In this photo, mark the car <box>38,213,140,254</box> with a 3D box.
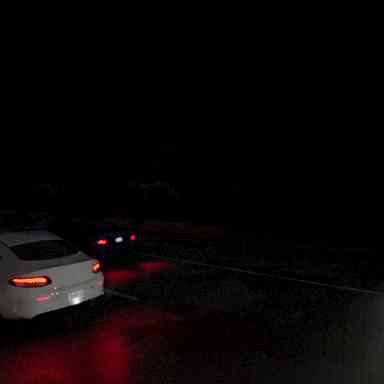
[{"bbox_3d":[-4.196,1.429,11.335,5.357,1.411,2.033,1,1,36],"label":"car"}]

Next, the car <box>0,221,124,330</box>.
[{"bbox_3d":[-3.720,1.454,6.676,4.674,1.442,1.812,1,1,36],"label":"car"}]
